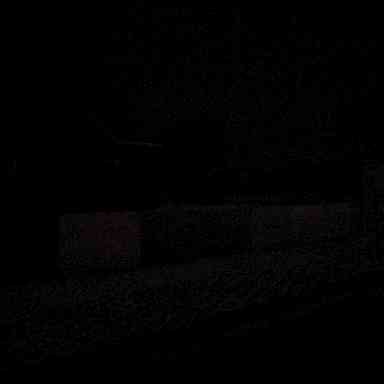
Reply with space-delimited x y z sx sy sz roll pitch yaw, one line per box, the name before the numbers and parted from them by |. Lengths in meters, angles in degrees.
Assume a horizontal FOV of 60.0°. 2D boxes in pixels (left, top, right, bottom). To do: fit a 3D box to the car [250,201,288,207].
car | 7.748 1.623 31.328 4.902 1.511 2.128 0 3 39
